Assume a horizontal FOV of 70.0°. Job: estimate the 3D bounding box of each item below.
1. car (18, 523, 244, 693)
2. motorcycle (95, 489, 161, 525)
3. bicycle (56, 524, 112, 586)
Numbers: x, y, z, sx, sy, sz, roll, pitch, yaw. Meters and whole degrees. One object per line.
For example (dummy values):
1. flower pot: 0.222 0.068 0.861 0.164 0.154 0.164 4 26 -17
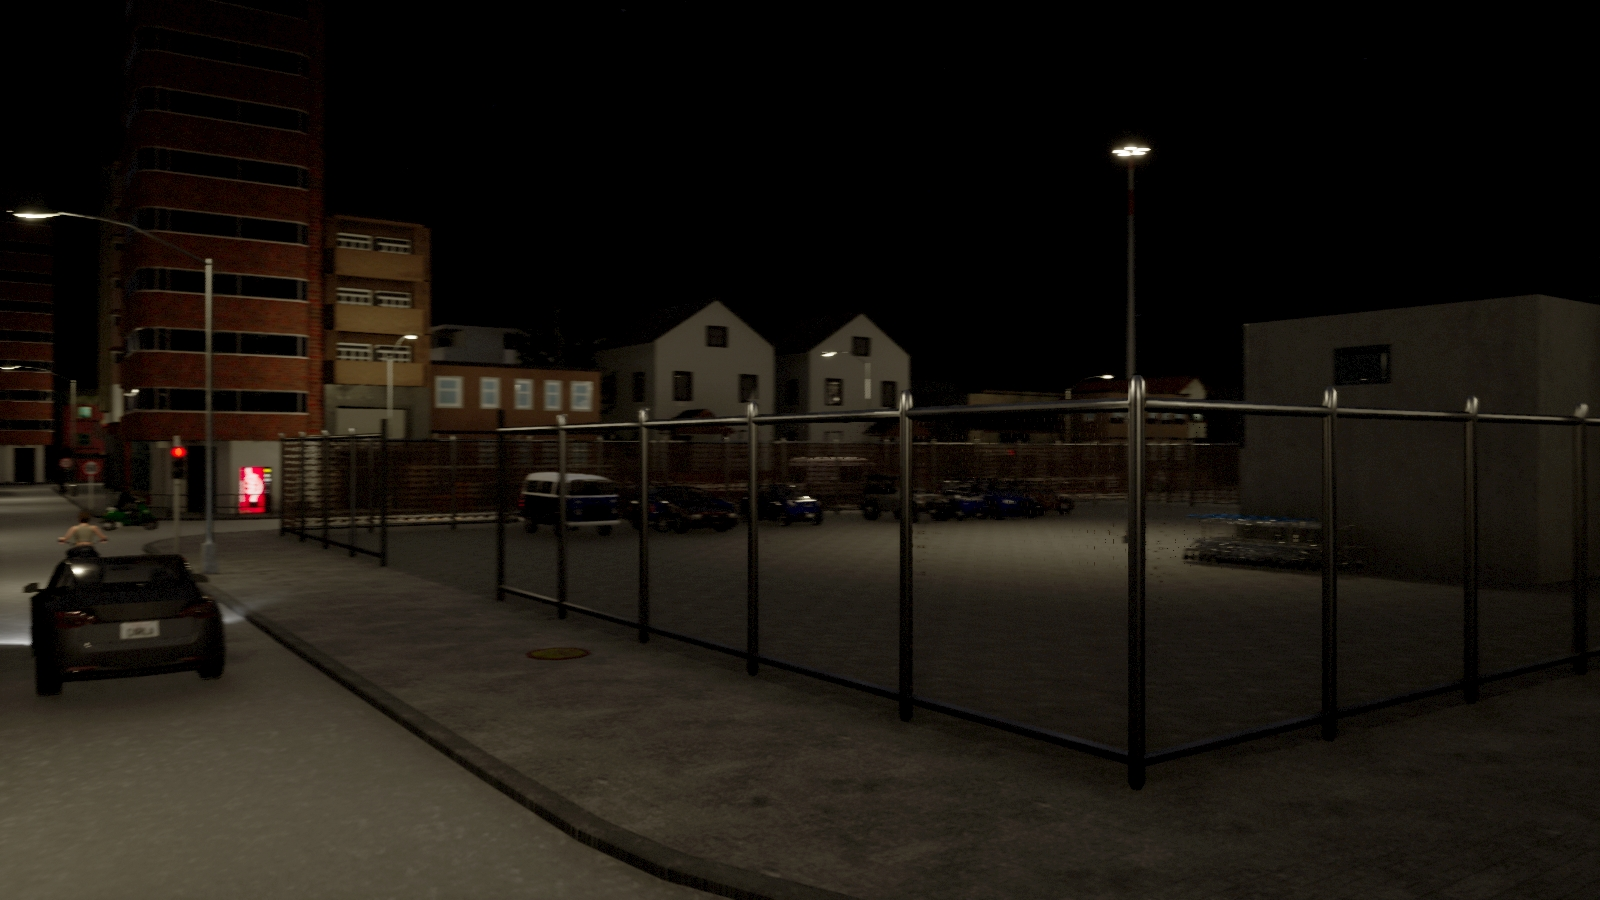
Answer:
1. car: -8.796 1.859 14.792 2.163 1.488 4.792 0 0 -35
2. motorcycle: -23.484 2.004 39.940 1.805 1.236 0.856 0 -4 -15
3. bicycle: -14.169 2.060 22.603 0.859 1.080 1.487 0 0 -35
